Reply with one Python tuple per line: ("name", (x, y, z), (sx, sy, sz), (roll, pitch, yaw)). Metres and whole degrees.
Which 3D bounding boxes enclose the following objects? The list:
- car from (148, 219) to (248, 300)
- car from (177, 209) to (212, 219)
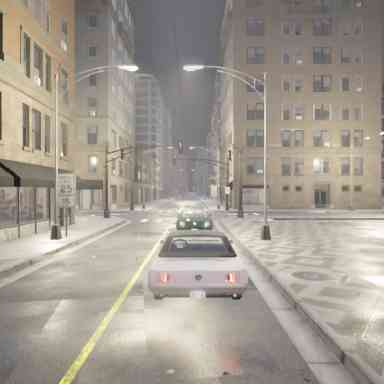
("car", (0.115, 1.600, 8.354), (1.895, 1.301, 4.718), (0, 0, 0))
("car", (0.133, 1.599, 18.589), (1.895, 1.301, 4.718), (0, 0, 0))
